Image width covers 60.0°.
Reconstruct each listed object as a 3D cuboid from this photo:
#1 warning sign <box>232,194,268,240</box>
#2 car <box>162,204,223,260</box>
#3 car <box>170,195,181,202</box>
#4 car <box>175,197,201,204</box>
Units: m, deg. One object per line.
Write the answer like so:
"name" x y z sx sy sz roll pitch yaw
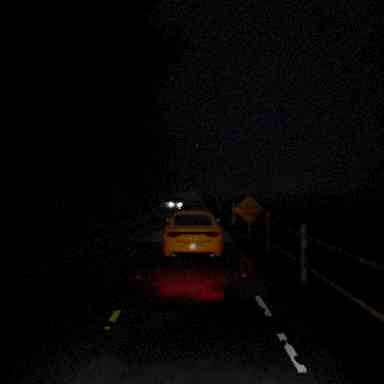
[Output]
"warning sign" 2.443 1.021 14.192 1.300 1.860 1.060 -1 0 0
"car" 0.035 1.397 12.053 1.882 1.535 5.008 0 0 0
"car" -2.798 1.099 57.308 1.895 1.301 4.718 0 1 1
"car" 0.023 1.362 25.749 2.033 1.411 5.357 0 0 0
